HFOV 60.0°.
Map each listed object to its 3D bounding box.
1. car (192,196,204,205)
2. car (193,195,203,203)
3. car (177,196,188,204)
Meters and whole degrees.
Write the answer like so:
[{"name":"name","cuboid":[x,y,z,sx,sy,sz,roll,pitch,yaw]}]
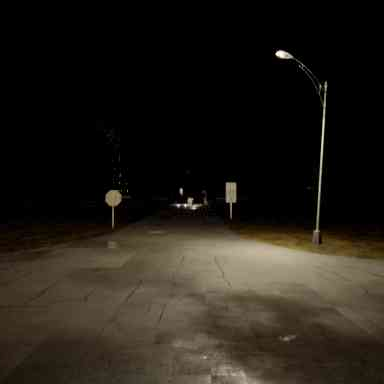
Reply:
[{"name":"car","cuboid":[1.017,1.412,54.678,1.994,1.385,4.181,0,0,1]},{"name":"car","cuboid":[1.204,1.362,64.729,1.994,1.385,4.181,0,0,1]},{"name":"car","cuboid":[-1.654,1.374,58.942,2.033,1.411,5.357,0,0,1]}]
